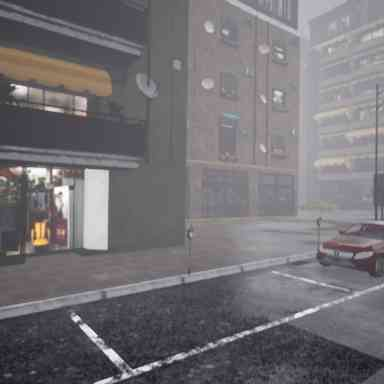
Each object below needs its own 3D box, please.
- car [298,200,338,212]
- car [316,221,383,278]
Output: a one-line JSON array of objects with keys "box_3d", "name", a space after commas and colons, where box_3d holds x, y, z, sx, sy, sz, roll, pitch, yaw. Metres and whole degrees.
[{"box_3d": [15.268, 1.648, 40.744, 1.752, 1.417, 4.829, 1, -1, -36], "name": "car"}, {"box_3d": [5.549, 1.571, 10.109, 4.206, 1.307, 1.802, 0, 1, -36], "name": "car"}]
